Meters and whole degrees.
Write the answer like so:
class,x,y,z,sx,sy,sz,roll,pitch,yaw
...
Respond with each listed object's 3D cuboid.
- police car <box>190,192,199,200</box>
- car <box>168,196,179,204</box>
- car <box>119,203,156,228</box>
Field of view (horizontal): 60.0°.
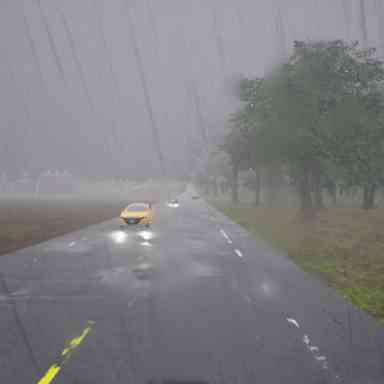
class,x,y,z,sx,sy,sz,roll,pitch,yaw
police car,1.011,1.362,93.295,1.930,1.638,5.238,0,0,0
car,-3.551,1.510,63.669,2.128,1.511,4.902,0,0,1
car,-3.609,1.514,22.579,1.882,1.535,5.008,0,0,0
